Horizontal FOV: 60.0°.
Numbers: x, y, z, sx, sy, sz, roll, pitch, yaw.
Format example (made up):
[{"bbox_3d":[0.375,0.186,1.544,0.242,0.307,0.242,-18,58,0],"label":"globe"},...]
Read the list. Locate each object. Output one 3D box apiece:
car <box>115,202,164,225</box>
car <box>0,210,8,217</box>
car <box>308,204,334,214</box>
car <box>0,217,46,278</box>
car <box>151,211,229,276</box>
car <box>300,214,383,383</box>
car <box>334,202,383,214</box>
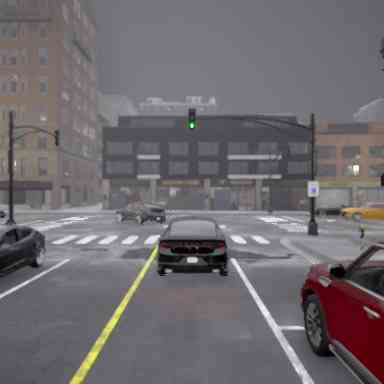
[{"bbox_3d":[-3.814,1.527,24.134,1.837,1.490,4.892,3,-2,-40],"label":"car"},{"bbox_3d":[-16.161,1.564,24.208,4.718,1.301,1.895,0,0,0],"label":"car"},{"bbox_3d":[13.386,1.718,31.038,4.718,1.301,1.895,0,0,0],"label":"car"},{"bbox_3d":[-5.386,1.578,8.708,1.947,1.339,4.313,0,0,0],"label":"car"},{"bbox_3d":[0.075,1.492,10.503,1.882,1.535,5.008,0,0,2],"label":"car"},{"bbox_3d":[2.639,1.319,3.045,2.192,1.841,5.009,0,0,0],"label":"car"},{"bbox_3d":[14.991,1.599,27.796,5.008,1.535,1.882,0,0,0],"label":"car"}]
